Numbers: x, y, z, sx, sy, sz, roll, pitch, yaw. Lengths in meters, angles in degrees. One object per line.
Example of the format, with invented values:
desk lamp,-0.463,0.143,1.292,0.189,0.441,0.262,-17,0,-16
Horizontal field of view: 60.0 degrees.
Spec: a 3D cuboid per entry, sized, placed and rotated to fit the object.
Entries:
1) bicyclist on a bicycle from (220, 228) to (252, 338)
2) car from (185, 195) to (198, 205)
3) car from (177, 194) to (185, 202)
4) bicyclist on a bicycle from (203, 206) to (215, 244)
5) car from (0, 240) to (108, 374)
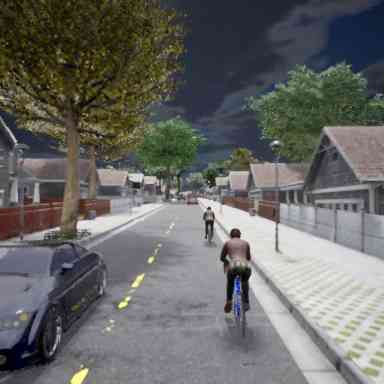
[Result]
bicyclist on a bicycle,0.764,1.458,5.679,0.582,1.620,1.656,0,0,0
car,0.123,1.690,63.336,1.994,1.385,4.181,0,0,1
car,-2.703,1.419,86.418,2.150,2.045,5.566,0,0,0
bicyclist on a bicycle,0.768,1.470,14.694,0.582,1.620,1.656,0,0,0
car,-2.846,1.569,5.700,1.994,1.385,4.181,0,0,0
